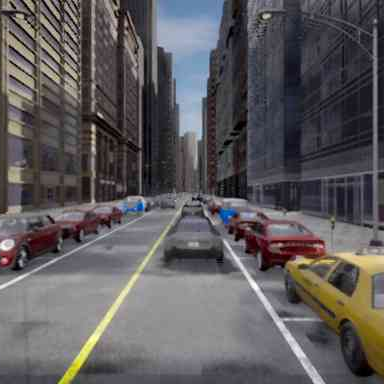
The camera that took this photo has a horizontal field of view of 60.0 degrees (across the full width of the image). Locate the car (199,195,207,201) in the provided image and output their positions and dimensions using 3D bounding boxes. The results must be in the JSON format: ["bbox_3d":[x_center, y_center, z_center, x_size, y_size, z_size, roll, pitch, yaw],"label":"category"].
[{"bbox_3d":[2.731,1.583,83.604,2.008,1.369,4.403,0,0,0],"label":"car"}]

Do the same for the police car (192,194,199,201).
[{"bbox_3d":[0.863,1.461,88.361,1.930,1.638,5.238,0,0,0],"label":"police car"}]

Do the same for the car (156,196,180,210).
[{"bbox_3d":[-3.112,1.561,43.926,2.033,1.411,5.357,0,0,0],"label":"car"}]

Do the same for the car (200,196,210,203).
[{"bbox_3d":[2.735,1.591,72.401,1.947,1.339,4.313,0,0,0],"label":"car"}]

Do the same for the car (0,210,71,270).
[{"bbox_3d":[-5.763,1.444,10.765,1.967,1.590,4.097,0,0,0],"label":"car"}]

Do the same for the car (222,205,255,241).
[{"bbox_3d":[2.759,1.550,16.379,1.887,1.381,4.507,0,0,0],"label":"car"}]

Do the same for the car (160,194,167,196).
[{"bbox_3d":[-5.782,1.458,55.579,1.967,1.590,4.097,0,0,0],"label":"car"}]

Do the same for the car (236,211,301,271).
[{"bbox_3d":[2.761,1.548,10.777,1.887,1.381,4.507,0,0,0],"label":"car"}]

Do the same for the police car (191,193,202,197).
[{"bbox_3d":[0.829,1.451,72.358,1.930,1.638,5.238,0,0,0],"label":"police car"}]

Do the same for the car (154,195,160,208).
[{"bbox_3d":[-5.778,1.454,44.376,1.967,1.590,4.097,0,0,0],"label":"car"}]

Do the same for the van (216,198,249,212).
[{"bbox_3d":[2.757,1.348,21.981,1.690,1.788,3.998,0,0,0],"label":"van"}]

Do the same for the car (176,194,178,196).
[{"bbox_3d":[-5.799,1.567,94.621,1.752,1.417,4.829,0,0,0],"label":"car"}]

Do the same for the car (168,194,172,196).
[{"bbox_3d":[-5.786,1.338,66.783,2.192,1.841,5.009,0,0,0],"label":"car"}]

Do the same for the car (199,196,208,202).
[{"bbox_3d":[2.733,1.594,78.003,1.947,1.339,4.313,0,0,0],"label":"car"}]

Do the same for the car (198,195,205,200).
[{"bbox_3d":[2.726,1.624,94.809,1.802,1.307,4.206,0,0,0],"label":"car"}]

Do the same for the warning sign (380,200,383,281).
[{"bbox_3d":[5.061,1.117,7.256,1.300,1.860,1.060,0,0,0],"label":"warning sign"}]

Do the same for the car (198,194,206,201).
[{"bbox_3d":[2.729,1.477,89.207,1.967,1.590,4.097,0,0,0],"label":"car"}]

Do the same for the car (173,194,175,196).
[{"bbox_3d":[-5.791,1.344,77.987,2.192,1.841,5.009,0,0,0],"label":"car"}]

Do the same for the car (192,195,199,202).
[{"bbox_3d":[0.807,1.537,82.251,1.837,1.490,4.892,0,0,0],"label":"car"}]

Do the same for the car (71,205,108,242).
[{"bbox_3d":[-5.766,1.550,16.367,1.887,1.381,4.507,0,0,0],"label":"car"}]

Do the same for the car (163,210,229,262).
[{"bbox_3d":[0.071,1.568,12.140,1.994,1.385,4.181,0,0,1],"label":"car"}]

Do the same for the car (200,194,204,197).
[{"bbox_3d":[2.743,1.563,55.594,1.887,1.381,4.507,0,0,0],"label":"car"}]

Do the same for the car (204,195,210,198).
[{"bbox_3d":[2.750,1.452,38.788,1.967,1.590,4.097,0,0,0],"label":"car"}]

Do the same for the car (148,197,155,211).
[{"bbox_3d":[-5.776,1.594,38.774,1.802,1.307,4.206,0,0,0],"label":"car"}]

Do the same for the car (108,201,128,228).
[{"bbox_3d":[-5.769,1.552,21.969,1.887,1.381,4.507,0,0,0],"label":"car"}]

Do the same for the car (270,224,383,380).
[{"bbox_3d":[2.764,1.527,5.345,1.752,1.417,4.829,0,0,0],"label":"car"}]

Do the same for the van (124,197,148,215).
[{"bbox_3d":[-5.773,1.352,33.173,1.690,1.788,3.998,0,0,0],"label":"van"}]

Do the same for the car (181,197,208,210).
[{"bbox_3d":[0.073,1.501,29.500,2.128,1.511,4.902,0,0,0],"label":"car"}]

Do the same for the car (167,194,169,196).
[{"bbox_3d":[-5.785,1.586,61.181,1.947,1.339,4.313,0,0,0],"label":"car"}]

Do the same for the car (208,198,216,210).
[{"bbox_3d":[2.752,1.555,33.186,1.887,1.381,4.507,0,0,0],"label":"car"}]
